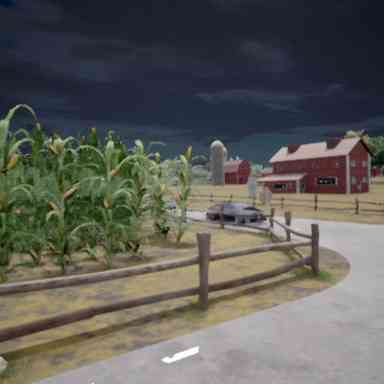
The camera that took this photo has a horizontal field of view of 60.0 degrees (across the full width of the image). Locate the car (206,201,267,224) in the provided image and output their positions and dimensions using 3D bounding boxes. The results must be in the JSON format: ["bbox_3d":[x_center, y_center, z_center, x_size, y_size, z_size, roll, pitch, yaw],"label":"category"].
[{"bbox_3d":[2.810,1.288,21.355,1.994,1.385,4.181,-3,2,-38],"label":"car"}]

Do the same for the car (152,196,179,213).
[{"bbox_3d":[-2.988,1.098,29.528,1.837,1.490,4.892,-3,2,-35],"label":"car"}]
